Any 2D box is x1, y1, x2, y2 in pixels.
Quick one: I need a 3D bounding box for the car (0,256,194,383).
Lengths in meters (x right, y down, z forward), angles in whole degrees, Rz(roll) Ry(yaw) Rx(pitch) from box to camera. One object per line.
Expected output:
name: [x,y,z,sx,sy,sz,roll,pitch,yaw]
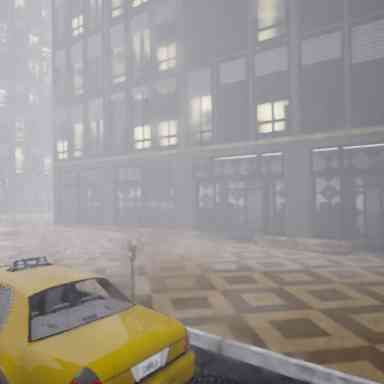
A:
car: [-2.255,1.518,4.338,4.829,1.417,1.752,0,-1,35]
